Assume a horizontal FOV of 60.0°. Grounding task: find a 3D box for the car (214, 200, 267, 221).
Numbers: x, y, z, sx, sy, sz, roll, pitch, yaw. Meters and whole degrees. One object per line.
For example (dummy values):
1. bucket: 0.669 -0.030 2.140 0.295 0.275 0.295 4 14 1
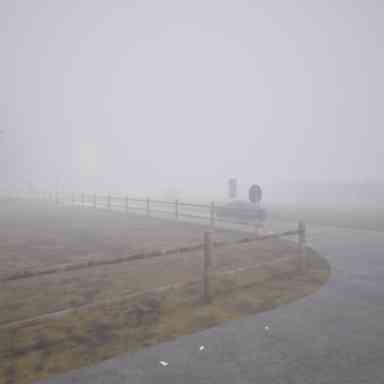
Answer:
1. car: 3.345 1.263 23.820 1.994 1.385 4.181 1 1 -36
